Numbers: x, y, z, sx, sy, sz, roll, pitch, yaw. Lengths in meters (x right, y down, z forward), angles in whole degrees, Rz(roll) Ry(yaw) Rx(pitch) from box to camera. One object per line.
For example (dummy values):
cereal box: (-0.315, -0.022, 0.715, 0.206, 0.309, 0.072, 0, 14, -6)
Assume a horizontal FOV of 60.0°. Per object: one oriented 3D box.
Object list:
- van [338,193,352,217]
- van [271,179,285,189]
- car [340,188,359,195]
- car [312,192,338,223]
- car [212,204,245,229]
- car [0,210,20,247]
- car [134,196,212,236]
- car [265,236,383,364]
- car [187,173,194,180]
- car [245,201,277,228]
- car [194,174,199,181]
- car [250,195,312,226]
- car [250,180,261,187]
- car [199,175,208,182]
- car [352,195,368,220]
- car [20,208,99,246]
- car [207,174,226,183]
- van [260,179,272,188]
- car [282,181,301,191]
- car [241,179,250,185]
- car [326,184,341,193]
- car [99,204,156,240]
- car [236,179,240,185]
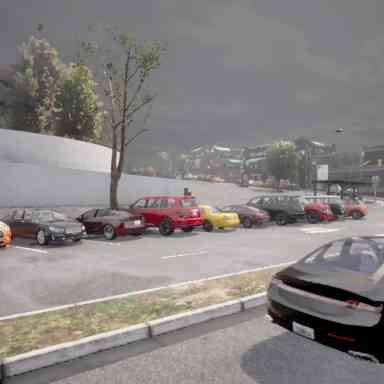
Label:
van: (10.345, 1.298, 27.360, 4.442, 1.987, 1.878, -1, -1, 35)
van: (18.974, -1.489, 69.825, 1.878, 1.987, 4.442, 7, 4, 35)
car: (27.638, 0.138, 57.607, 2.002, 1.452, 4.674, 7, 3, 35)
car: (7.807, 1.268, 25.690, 5.566, 2.045, 2.435, -1, -1, 35)
car: (0.261, 1.504, 20.598, 5.366, 1.575, 1.946, -1, -1, 35)
car: (-9.389, 1.367, 13.551, 4.553, 1.767, 2.185, -1, -1, 34)
car: (-2.059, 1.249, 18.770, 5.566, 2.045, 2.435, -1, -1, 35)
car: (3.347, 1.496, 5.521, 4.902, 1.511, 2.128, 0, 0, -36)
car: (1.612, -4.084, 94.512, 2.185, 1.767, 4.553, 4, 1, 33)
car: (2.867, 1.550, 22.226, 4.674, 1.452, 2.002, -1, -1, 35)
car: (3.342, -3.849, 92.043, 2.185, 1.767, 4.553, 6, 3, 34)
car: (5.294, 1.264, 23.984, 5.566, 2.045, 2.435, -1, -1, 35)
car: (15.670, -1.810, 75.027, 1.946, 1.575, 5.366, 7, 3, 35)
car: (5.137, -3.697, 89.577, 2.435, 2.045, 5.566, 7, 3, 34)
car: (12.754, 1.405, 29.111, 4.553, 1.767, 2.185, -1, -1, 35)
car: (-6.923, 1.495, 15.277, 4.892, 1.521, 2.231, -1, -1, 35)
car: (6.988, -3.174, 87.318, 1.946, 1.575, 5.366, 7, 3, 34)
van: (17.245, -1.762, 72.296, 1.878, 1.987, 4.442, 7, 4, 35)
car: (20.735, -0.991, 67.463, 2.231, 1.521, 4.892, 7, 3, 35)
car: (13.838, -2.042, 77.347, 2.002, 1.452, 4.674, 7, 4, 35)
car: (25.947, -0.425, 60.079, 2.435, 2.045, 5.566, 7, 3, 35)
car: (-4.503, 1.525, 17.024, 4.792, 1.488, 2.163, -1, -1, 35)
car: (12.095, -2.316, 79.809, 2.002, 1.452, 4.674, 7, 3, 35)
